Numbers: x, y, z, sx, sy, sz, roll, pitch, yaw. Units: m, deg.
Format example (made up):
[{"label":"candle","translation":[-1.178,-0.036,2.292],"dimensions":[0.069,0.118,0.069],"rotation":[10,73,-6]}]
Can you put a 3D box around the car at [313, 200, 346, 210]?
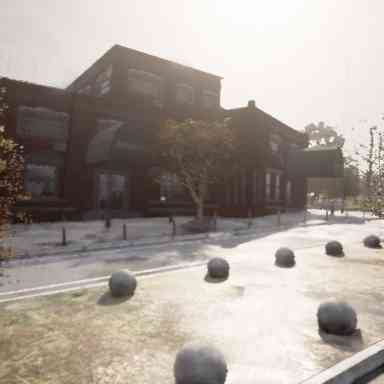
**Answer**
[{"label":"car","translation":[21.228,2.042,51.304],"dimensions":[4.902,1.511,2.128],"rotation":[1,-1,35]}]
